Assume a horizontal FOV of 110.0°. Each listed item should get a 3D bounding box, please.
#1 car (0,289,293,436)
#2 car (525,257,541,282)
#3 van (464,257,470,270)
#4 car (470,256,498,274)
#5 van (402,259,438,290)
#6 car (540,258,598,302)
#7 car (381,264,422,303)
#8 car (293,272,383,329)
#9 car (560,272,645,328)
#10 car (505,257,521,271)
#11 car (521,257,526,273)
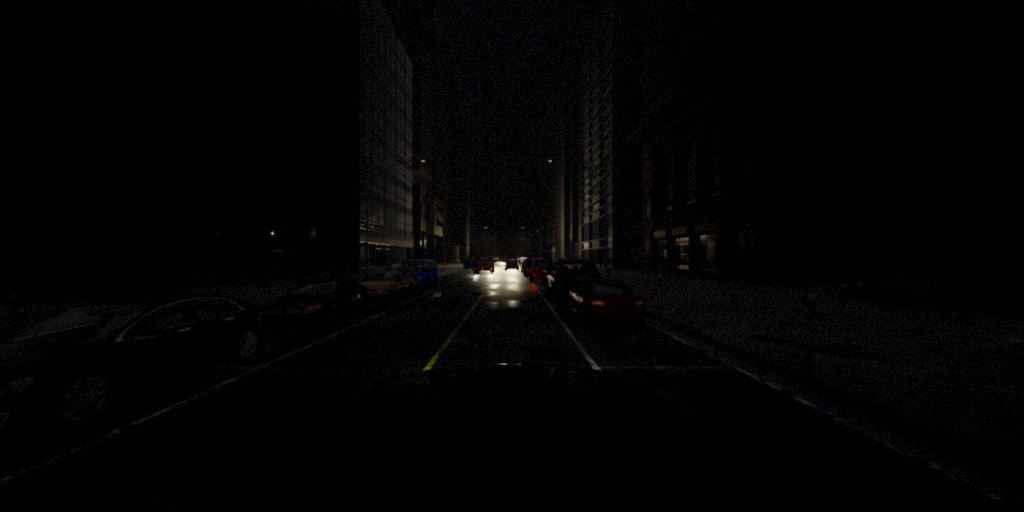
[{"bbox_3d":[-5.763,1.299,5.501,2.007,1.370,4.403,0,0,0],"label":"car"},{"bbox_3d":[2.382,1.098,28.484,2.097,1.767,4.553,0,0,0],"label":"car"},{"bbox_3d":[-5.778,1.087,50.377,1.690,1.789,3.998,0,0,0],"label":"van"},{"bbox_3d":[-3.103,0.967,40.833,2.150,2.045,5.566,0,0,0],"label":"car"},{"bbox_3d":[-5.769,1.087,22.329,1.690,1.789,3.998,0,0,0],"label":"van"},{"bbox_3d":[2.758,1.061,16.735,2.192,1.841,5.009,0,0,0],"label":"car"},{"bbox_3d":[-5.767,1.272,16.550,1.751,1.417,4.829,0,0,0],"label":"car"},{"bbox_3d":[-5.765,1.329,11.110,1.802,1.307,4.207,0,0,0],"label":"car"},{"bbox_3d":[2.760,1.330,11.126,1.802,1.307,4.207,0,0,0],"label":"car"},{"bbox_3d":[0.000,1.272,48.904,1.812,1.442,4.674,0,0,1],"label":"car"},{"bbox_3d":[2.747,1.061,50.390,2.192,1.841,5.009,0,0,0],"label":"car"}]
